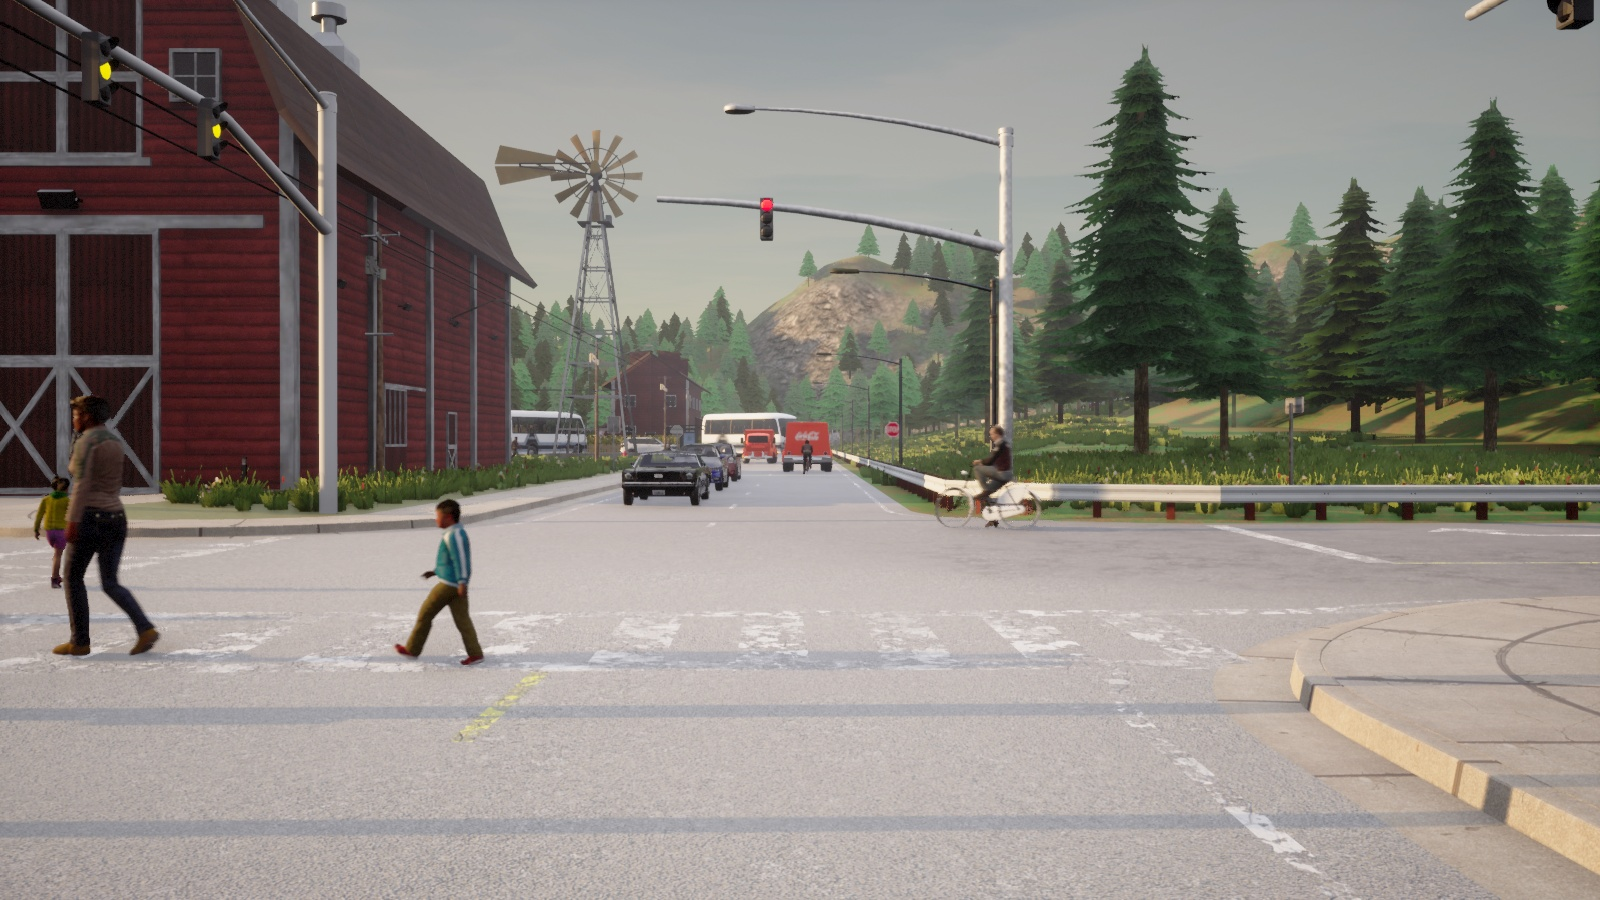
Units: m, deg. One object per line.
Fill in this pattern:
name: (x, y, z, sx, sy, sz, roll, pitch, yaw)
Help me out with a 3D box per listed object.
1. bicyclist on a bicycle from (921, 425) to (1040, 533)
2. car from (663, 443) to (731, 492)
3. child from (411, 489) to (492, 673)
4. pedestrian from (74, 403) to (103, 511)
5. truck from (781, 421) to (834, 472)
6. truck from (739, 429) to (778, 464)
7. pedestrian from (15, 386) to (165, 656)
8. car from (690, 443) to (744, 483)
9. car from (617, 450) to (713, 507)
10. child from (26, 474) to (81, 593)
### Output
bicyclist on a bicycle: (3.052, 0.484, 21.221, 1.843, 1.776, 0.659, 0, -2, 24)
car: (-3.261, 0.529, 40.469, 1.816, 1.474, 4.193, 0, 0, 0)
child: (-2.321, 0.864, 8.379, 0.448, 1.192, 0.343, 0, 0, -1)
pedestrian: (-13.181, 0.125, 23.287, 0.423, 1.949, 0.788, 0, 0, -26)
truck: (0.379, -0.133, 65.405, 2.627, 2.467, 5.204, 0, -1, 0)
truck: (-2.972, -0.259, 91.542, 2.627, 2.467, 5.204, 0, 0, 0)
pedestrian: (-4.867, 0.475, 8.621, 0.869, 1.805, 0.328, 0, 0, 8)
car: (-3.213, 0.479, 49.318, 1.845, 1.501, 3.633, 0, 0, 0)
car: (-3.310, 0.665, 31.709, 1.895, 1.301, 4.718, 0, 0, 0)
child: (-7.479, 0.825, 12.590, 0.299, 1.160, 0.473, 0, 0, -4)
